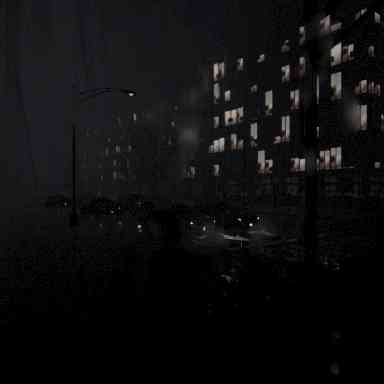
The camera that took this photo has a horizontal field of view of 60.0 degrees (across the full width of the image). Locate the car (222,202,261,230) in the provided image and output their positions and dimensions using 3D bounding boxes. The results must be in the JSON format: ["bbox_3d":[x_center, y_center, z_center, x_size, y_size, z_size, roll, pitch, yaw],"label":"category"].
[{"bbox_3d":[1.566,1.289,19.662,2.033,1.411,5.357,0,1,-36],"label":"car"}]

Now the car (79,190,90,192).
[{"bbox_3d":[-18.092,0.485,55.463,2.128,1.511,4.902,0,1,-38],"label":"car"}]

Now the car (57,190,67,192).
[{"bbox_3d":[-25.424,0.299,64.814,1.812,1.442,4.674,0,1,-38],"label":"car"}]

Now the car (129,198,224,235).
[{"bbox_3d":[-1.040,1.292,17.663,2.033,1.411,5.357,0,1,-38],"label":"car"}]

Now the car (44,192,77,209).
[{"bbox_3d":[-13.255,0.947,33.186,1.994,1.385,4.181,0,1,-38],"label":"car"}]

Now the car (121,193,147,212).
[{"bbox_3d":[-4.625,0.911,27.462,2.097,1.767,4.553,0,1,-38],"label":"car"}]

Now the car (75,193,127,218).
[{"bbox_3d":[-7.054,1.092,25.288,1.812,1.442,4.674,0,1,-38],"label":"car"}]
